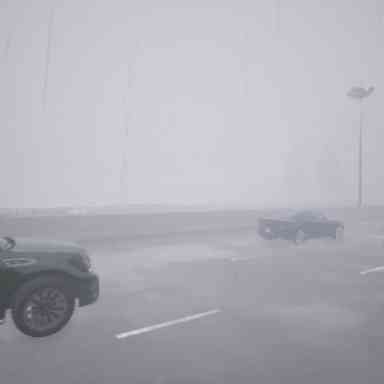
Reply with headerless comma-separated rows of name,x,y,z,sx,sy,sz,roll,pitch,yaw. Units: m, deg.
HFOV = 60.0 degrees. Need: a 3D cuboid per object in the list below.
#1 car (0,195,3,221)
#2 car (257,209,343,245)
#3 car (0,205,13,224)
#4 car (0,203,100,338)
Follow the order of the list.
car,-17.856,1.222,25.651,5.566,2.045,2.150,0,0,-35
car,5.372,1.574,16.172,5.008,1.535,1.882,0,0,-35
car,-15.301,1.606,23.166,4.718,1.301,1.895,0,0,-35
car,-4.288,1.212,4.988,5.566,2.045,2.150,1,-1,-35
